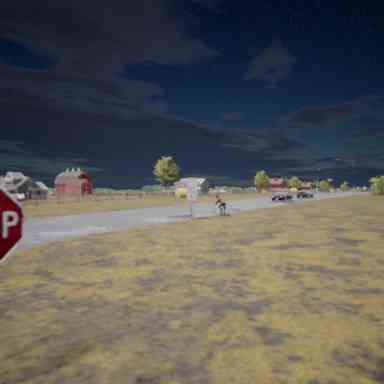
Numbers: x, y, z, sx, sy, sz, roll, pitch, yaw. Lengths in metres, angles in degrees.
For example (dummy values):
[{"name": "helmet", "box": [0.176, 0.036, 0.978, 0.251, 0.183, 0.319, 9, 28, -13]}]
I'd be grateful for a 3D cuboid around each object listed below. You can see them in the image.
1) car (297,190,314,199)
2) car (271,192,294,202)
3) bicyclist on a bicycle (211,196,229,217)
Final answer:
[{"name": "car", "box": [19.529, 0.376, 57.338, 1.837, 1.490, 4.892, 1, 1, 35]}, {"name": "car", "box": [13.262, 0.677, 48.502, 1.895, 1.301, 4.718, 1, 2, 35]}, {"name": "bicyclist on a bicycle", "box": [2.148, 1.114, 26.079, 1.656, 1.620, 0.582, -1, 1, 35]}]
